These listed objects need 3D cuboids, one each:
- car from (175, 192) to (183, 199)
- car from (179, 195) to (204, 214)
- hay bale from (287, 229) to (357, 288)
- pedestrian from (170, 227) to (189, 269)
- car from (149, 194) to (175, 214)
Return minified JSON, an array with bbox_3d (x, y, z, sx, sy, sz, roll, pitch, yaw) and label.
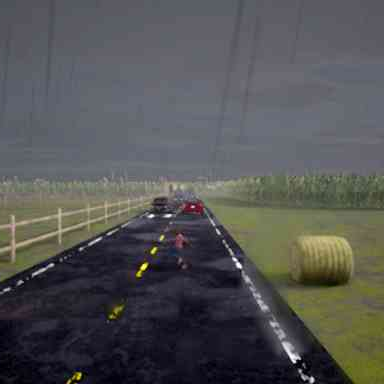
[{"bbox_3d":[-2.773,0.761,72.229,2.033,1.411,5.357,0,1,0],"label":"car"},{"bbox_3d":[0.077,1.258,31.099,1.994,1.385,4.181,0,1,0],"label":"car"},{"bbox_3d":[3.129,1.578,8.182,1.220,1.180,1.240,1,1,0],"label":"hay bale"},{"bbox_3d":[-0.346,1.207,9.236,0.375,1.860,0.375,-1,1,-1],"label":"pedestrian"},{"bbox_3d":[-2.859,1.199,31.138,1.837,1.490,4.892,0,1,0],"label":"car"}]
